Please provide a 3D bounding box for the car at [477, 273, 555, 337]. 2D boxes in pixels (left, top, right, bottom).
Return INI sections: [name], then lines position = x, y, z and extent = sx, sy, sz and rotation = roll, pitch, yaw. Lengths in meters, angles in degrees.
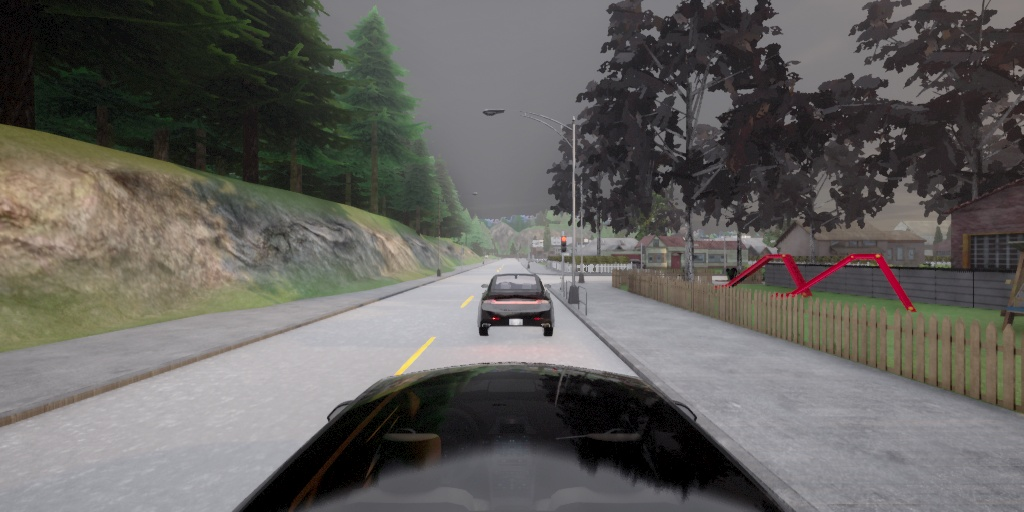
[car]
position = 0.116, 1.242, 10.307
extent = 2.128, 1.511, 4.902
rotation = 0, 0, 1
